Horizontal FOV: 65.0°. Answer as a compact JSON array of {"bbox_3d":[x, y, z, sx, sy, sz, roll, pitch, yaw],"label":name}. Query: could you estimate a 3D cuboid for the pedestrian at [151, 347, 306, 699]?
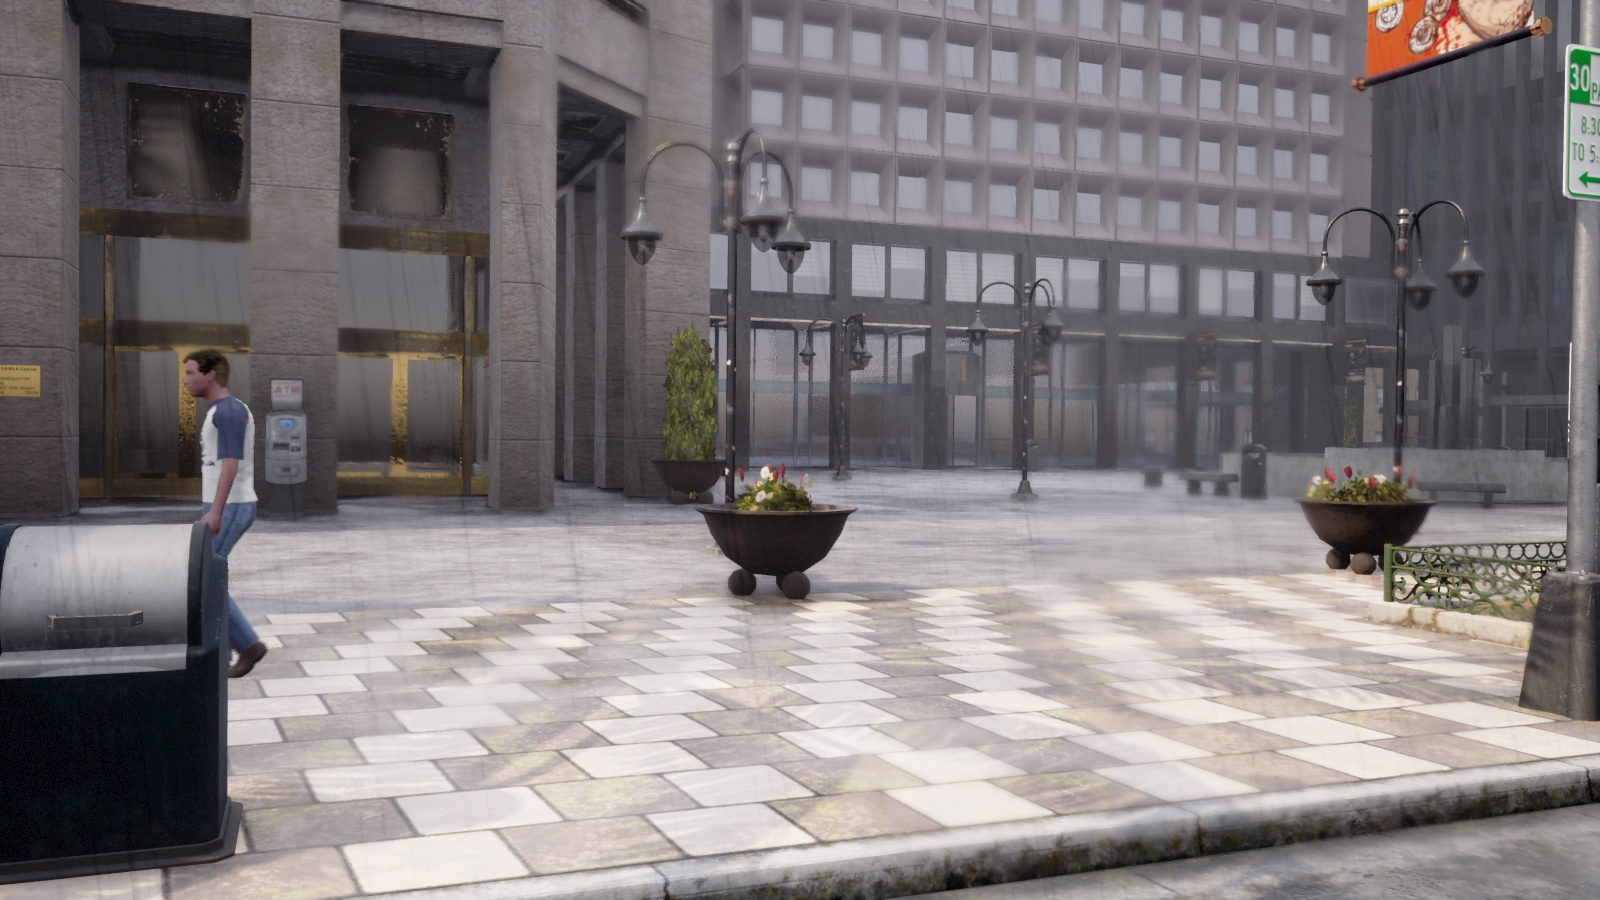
[{"bbox_3d":[-3.125,0.377,6.871,0.706,1.836,0.354,-1,1,-30],"label":"pedestrian"}]
